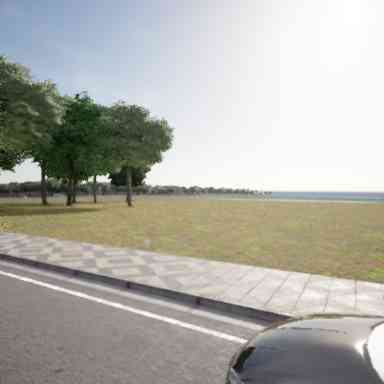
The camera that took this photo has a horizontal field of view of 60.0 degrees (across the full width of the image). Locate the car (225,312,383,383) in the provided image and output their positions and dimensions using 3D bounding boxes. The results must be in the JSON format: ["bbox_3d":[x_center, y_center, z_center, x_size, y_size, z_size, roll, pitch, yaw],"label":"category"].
[{"bbox_3d":[2.490,1.491,1.914,4.902,1.511,2.128,0,0,35],"label":"car"}]
